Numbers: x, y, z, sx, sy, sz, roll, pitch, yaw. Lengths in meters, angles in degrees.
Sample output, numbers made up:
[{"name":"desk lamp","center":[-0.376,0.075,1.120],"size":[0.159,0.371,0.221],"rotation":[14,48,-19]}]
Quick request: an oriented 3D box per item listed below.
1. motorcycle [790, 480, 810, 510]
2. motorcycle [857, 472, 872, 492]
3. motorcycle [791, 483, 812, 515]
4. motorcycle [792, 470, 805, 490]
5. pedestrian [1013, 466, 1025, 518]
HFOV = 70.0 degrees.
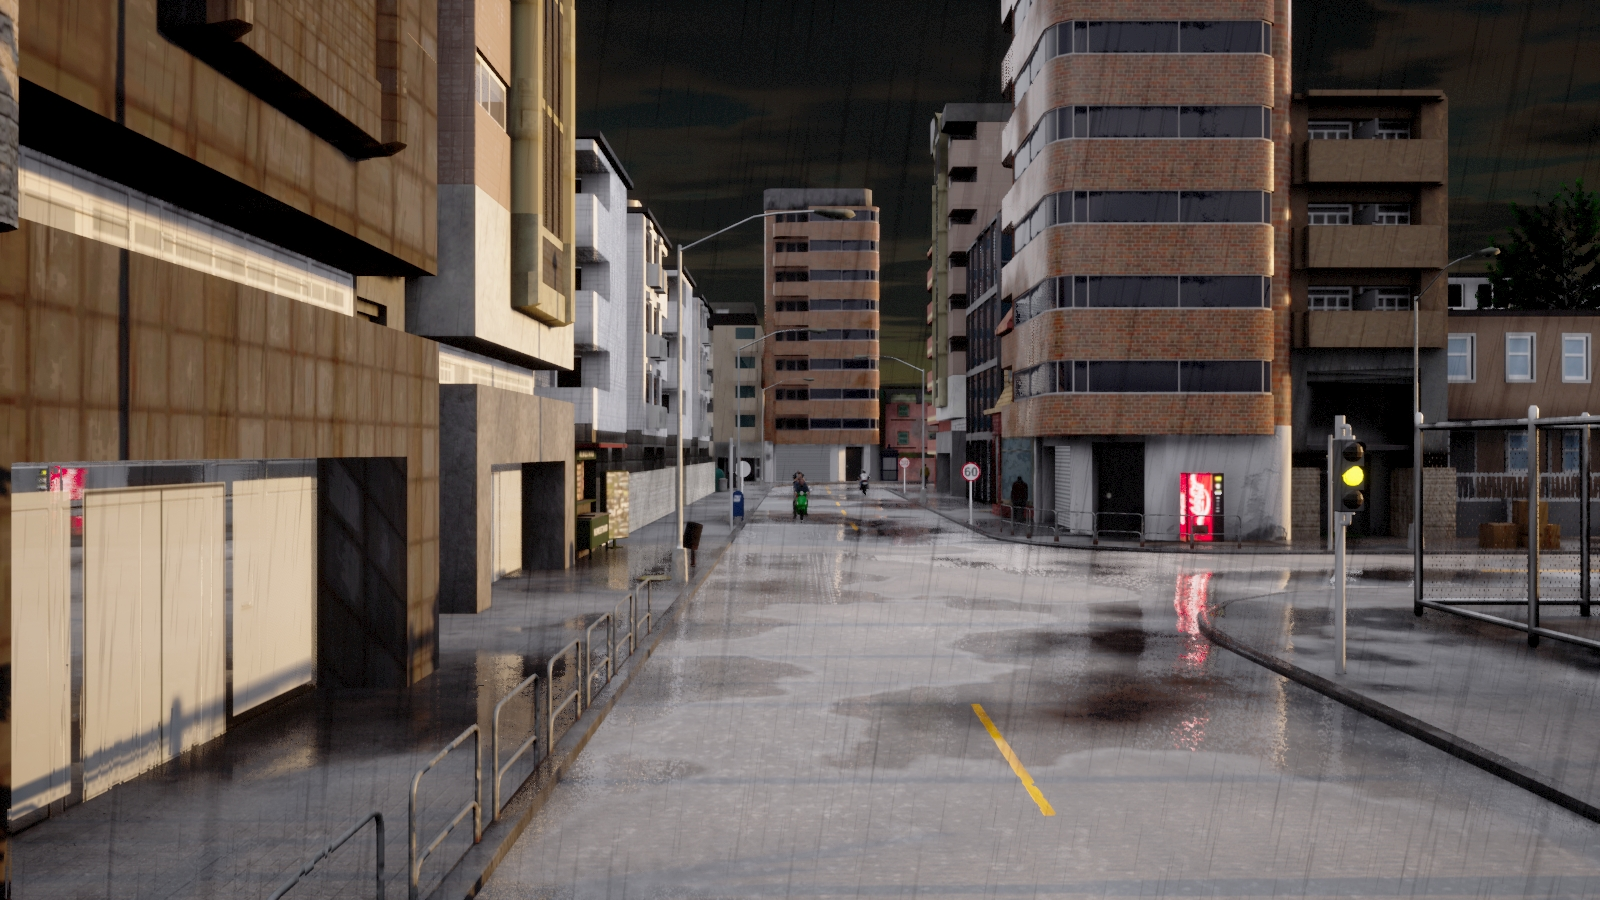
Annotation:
[{"name":"motorcycle","center":[0.019,1.970,50.389],"size":[0.856,1.236,1.805],"rotation":[0,0,0]},{"name":"motorcycle","center":[4.041,2.006,71.784],"size":[0.803,1.145,2.033],"rotation":[0,1,0]},{"name":"motorcycle","center":[0.063,1.970,46.521],"size":[0.856,1.236,1.805],"rotation":[0,0,0]},{"name":"motorcycle","center":[-0.119,1.997,75.397],"size":[0.867,1.251,2.209],"rotation":[0,0,0]},{"name":"pedestrian","center":[7.879,1.523,41.157],"size":[0.375,1.860,0.375],"rotation":[0,0,4]}]
